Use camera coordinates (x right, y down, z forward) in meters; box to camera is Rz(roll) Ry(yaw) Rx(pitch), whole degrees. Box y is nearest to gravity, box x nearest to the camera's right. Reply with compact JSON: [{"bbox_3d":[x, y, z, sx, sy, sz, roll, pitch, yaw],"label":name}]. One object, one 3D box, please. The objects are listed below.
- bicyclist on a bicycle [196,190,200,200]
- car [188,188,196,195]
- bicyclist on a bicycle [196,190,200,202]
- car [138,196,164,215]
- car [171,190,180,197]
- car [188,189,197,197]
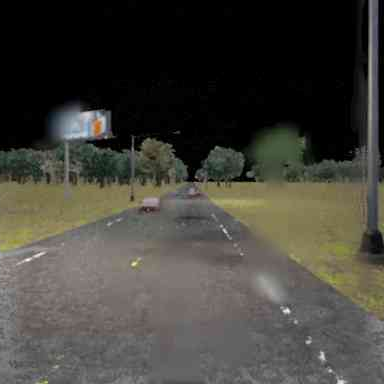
[{"bbox_3d":[0.984,0.490,59.058,0.659,1.776,1.843,0,2,0],"label":"bicyclist on a bicycle"},{"bbox_3d":[0.035,-0.085,82.030,1.882,1.535,5.008,0,2,0],"label":"car"},{"bbox_3d":[0.981,0.712,50.076,0.659,1.776,1.843,0,1,0],"label":"bicyclist on a bicycle"},{"bbox_3d":[-3.582,1.141,29.802,1.882,1.535,5.008,0,1,0],"label":"car"},{"bbox_3d":[-3.470,0.284,70.957,2.033,1.411,5.357,0,2,0],"label":"car"},{"bbox_3d":[0.030,0.290,72.186,1.994,1.385,4.181,0,2,0],"label":"car"}]
